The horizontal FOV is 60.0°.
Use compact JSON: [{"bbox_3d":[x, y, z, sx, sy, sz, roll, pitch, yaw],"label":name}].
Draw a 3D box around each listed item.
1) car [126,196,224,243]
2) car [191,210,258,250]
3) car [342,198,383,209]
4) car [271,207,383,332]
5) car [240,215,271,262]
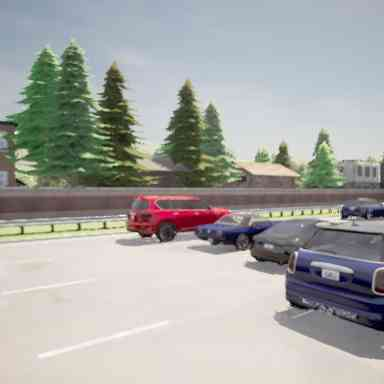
[{"bbox_3d":[-0.464,1.203,16.316,5.566,2.045,2.150,0,0,-36],"label":"car"},{"bbox_3d":[2.519,1.581,14.146,4.718,1.301,1.895,0,0,-36],"label":"car"},{"bbox_3d":[13.960,1.299,26.612,4.553,1.767,2.097,0,0,-36],"label":"car"},{"bbox_3d":[3.951,1.338,6.567,4.553,1.767,2.097,0,0,-36],"label":"car"},{"bbox_3d":[3.857,1.545,10.801,4.181,1.385,1.994,0,0,-36],"label":"car"}]
